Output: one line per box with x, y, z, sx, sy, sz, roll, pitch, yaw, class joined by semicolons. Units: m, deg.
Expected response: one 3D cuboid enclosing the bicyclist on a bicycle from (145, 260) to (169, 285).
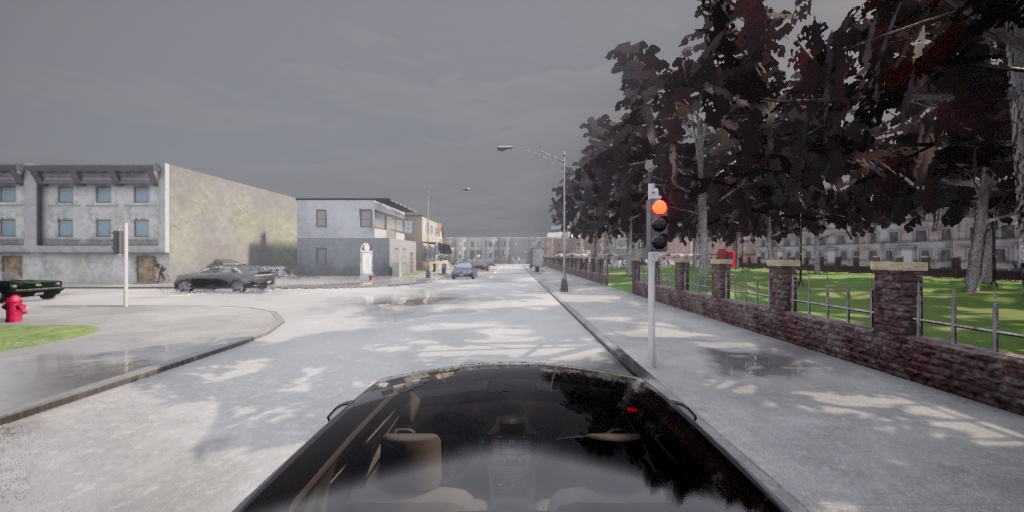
-23.871;1.098;24.156;0.582;1.620;1.656;0;0;0;bicyclist on a bicycle

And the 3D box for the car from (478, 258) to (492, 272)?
-4.116;1.101;46.684;2.097;1.767;4.553;0;0;0;car

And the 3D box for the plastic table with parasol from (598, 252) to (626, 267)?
15.269;0.694;55.039;2.482;2.480;2.482;0;0;-40;plastic table with parasol

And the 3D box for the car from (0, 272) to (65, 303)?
-22.993;1.351;15.758;4.718;1.301;1.895;0;0;0;car

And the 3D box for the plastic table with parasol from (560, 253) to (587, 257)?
9.949;0.684;57.775;2.482;2.480;2.482;0;0;-40;plastic table with parasol

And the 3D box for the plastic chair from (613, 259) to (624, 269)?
16.003;1.296;54.041;0.750;1.272;0.730;0;0;-40;plastic chair

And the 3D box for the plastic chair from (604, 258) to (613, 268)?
14.296;1.306;54.136;0.730;1.272;0.750;0;0;-35;plastic chair

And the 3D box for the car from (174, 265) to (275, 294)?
-15.796;1.241;19.799;4.902;1.511;2.128;0;0;1;car

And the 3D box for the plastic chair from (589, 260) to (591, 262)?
13.692;1.304;62.364;0.730;1.272;0.750;0;0;-35;plastic chair

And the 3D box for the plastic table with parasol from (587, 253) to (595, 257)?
14.644;0.673;63.252;2.482;2.480;2.482;0;0;-42;plastic table with parasol

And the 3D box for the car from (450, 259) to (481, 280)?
-4.109;1.276;31.418;1.812;1.442;4.674;0;0;0;car
